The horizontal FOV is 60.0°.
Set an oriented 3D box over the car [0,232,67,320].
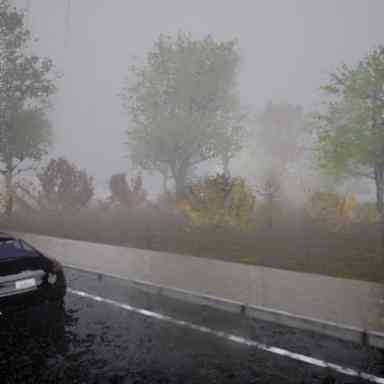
[{"bbox_3d":[-4.491,1.537,6.877,4.181,1.385,1.994,0,0,35],"label":"car"}]
